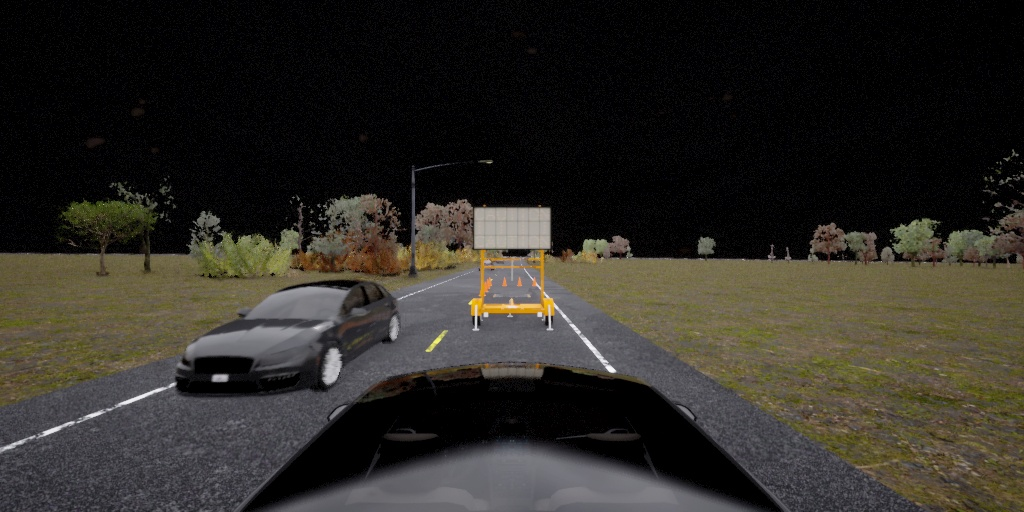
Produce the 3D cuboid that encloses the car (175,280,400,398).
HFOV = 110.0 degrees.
[{"bbox_3d":[-3.605,1.257,6.854,1.837,1.490,4.892,0,0,0],"label":"car"}]

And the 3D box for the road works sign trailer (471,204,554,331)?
[{"bbox_3d":[0.007,0.218,11.055,2.380,3.560,2.880,0,0,-1],"label":"road works sign trailer"}]

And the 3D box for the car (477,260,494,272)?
[{"bbox_3d":[-3.477,1.303,47.853,1.812,1.442,4.674,0,0,0],"label":"car"}]
